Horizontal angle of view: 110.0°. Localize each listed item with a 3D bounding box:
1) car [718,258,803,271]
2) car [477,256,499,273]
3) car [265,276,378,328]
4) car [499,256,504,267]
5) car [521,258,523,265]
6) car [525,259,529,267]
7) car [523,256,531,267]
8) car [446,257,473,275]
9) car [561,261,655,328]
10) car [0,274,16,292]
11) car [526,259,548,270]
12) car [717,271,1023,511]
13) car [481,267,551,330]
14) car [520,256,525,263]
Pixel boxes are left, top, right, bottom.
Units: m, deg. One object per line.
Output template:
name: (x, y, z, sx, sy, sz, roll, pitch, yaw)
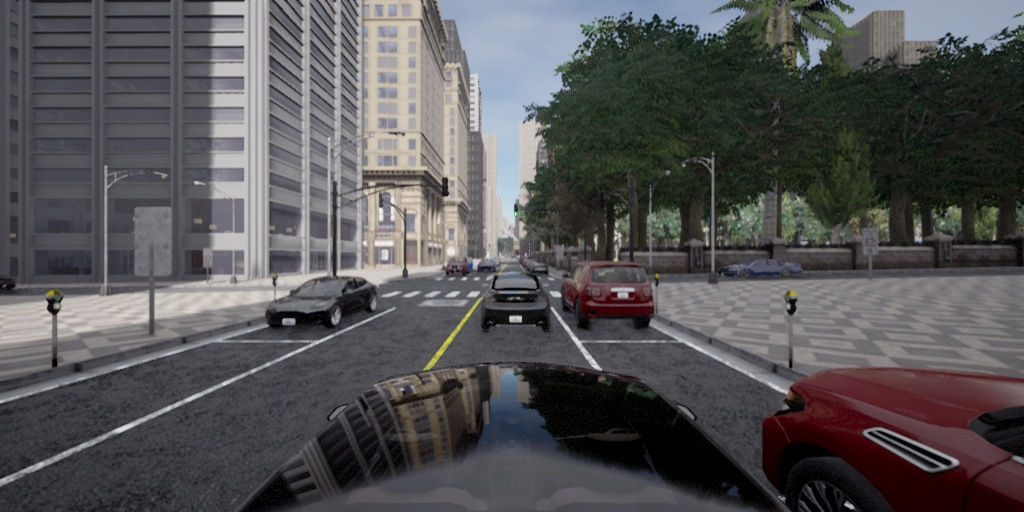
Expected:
car: (18.163, 0.867, 26.363, 5.357, 1.411, 2.033, -1, 0, 0)
car: (-3.000, 1.072, 43.114, 2.097, 1.767, 4.553, 0, 0, 0)
car: (-5.742, 1.315, 11.409, 1.948, 1.339, 4.313, 0, 0, 0)
car: (-2.930, 1.182, 61.165, 2.128, 1.511, 4.902, 0, 0, 1)
car: (2.888, 1.275, 59.613, 1.802, 1.307, 4.207, 0, 0, 0)
car: (2.853, 1.301, 43.352, 1.802, 1.307, 4.207, 0, 0, 0)
car: (2.865, 1.151, 48.773, 1.967, 1.591, 4.097, 0, 0, 0)
car: (-5.684, 1.040, 37.969, 2.192, 1.841, 5.009, 0, 0, 0)
car: (2.784, 1.064, 11.373, 2.192, 1.841, 5.009, 0, 0, 0)
car: (-40.288, 2.030, 26.766, 4.892, 1.490, 1.837, -1, 0, 0)
car: (2.841, 1.292, 37.932, 1.948, 1.339, 4.313, 0, 0, 0)
car: (2.760, 1.065, 0.398, 2.192, 1.841, 5.009, 0, 0, 0)
car: (0.107, 1.256, 11.075, 1.837, 1.490, 4.892, 0, 0, 0)
car: (2.900, 1.228, 65.034, 1.888, 1.381, 4.507, 0, 0, 0)
